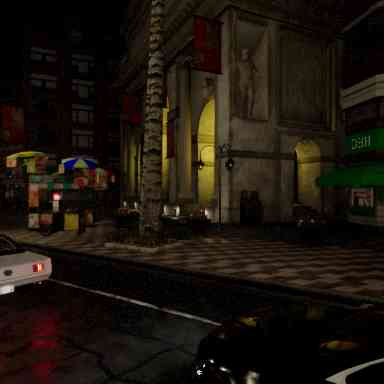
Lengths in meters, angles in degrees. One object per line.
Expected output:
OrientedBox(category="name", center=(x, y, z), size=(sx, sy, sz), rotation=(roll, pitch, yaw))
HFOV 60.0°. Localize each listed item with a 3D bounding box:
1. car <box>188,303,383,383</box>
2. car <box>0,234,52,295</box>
OrientedBox(category="car", center=(2.200, 1.505, 2.258), size=(4.892, 1.490, 1.837), rotation=(0, 0, 37))
OrientedBox(category="car", center=(-5.393, 1.601, 7.711), size=(4.718, 1.301, 1.895), rotation=(0, 0, 35))
